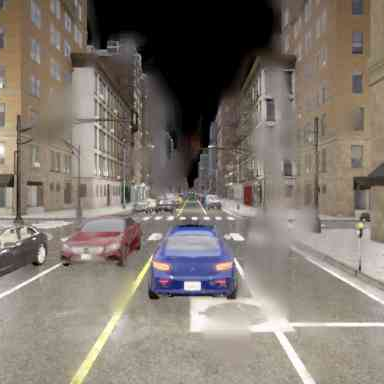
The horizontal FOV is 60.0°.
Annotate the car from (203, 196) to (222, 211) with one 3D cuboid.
[{"bbox_3d":[2.717,1.546,41.110,2.008,1.369,4.403,0,0,0],"label":"car"}]

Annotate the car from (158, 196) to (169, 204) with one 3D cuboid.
[{"bbox_3d":[-5.298,1.517,62.578,1.752,1.417,4.829,0,0,0],"label":"car"}]

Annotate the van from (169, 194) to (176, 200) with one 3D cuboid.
[{"bbox_3d":[-5.272,1.330,89.779,1.690,1.788,3.998,0,0,0],"label":"van"}]

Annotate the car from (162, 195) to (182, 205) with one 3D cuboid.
[{"bbox_3d":[-2.719,1.520,46.338,1.812,1.442,4.674,0,0,1],"label":"car"}]

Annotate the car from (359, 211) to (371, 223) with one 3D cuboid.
[{"bbox_3d":[15.113,1.636,24.042,5.357,1.411,2.033,0,0,0],"label":"car"}]

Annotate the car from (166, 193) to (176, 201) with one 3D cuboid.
[{"bbox_3d":[-5.277,1.305,84.373,2.192,1.841,5.009,0,0,0],"label":"car"}]

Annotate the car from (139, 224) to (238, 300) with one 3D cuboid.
[{"bbox_3d":[0.034,1.525,8.284,1.812,1.442,4.674,0,0,1],"label":"car"}]

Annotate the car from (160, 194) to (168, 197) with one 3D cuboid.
[{"bbox_3d":[-5.302,1.433,57.342,1.967,1.590,4.097,0,0,0],"label":"car"}]

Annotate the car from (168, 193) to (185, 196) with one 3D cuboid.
[{"bbox_3d":[-2.686,1.470,57.492,1.882,1.535,5.008,0,0,1],"label":"car"}]

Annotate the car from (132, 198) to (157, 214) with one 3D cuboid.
[{"bbox_3d":[-5.322,1.547,35.717,2.008,1.369,4.403,0,0,0],"label":"car"}]

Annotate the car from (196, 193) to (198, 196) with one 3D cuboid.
[{"bbox_3d":[2.831,1.533,95.172,1.887,1.381,4.507,0,0,0],"label":"car"}]

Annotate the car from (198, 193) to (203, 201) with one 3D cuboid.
[{"bbox_3d":[2.763,1.307,62.735,2.192,1.841,5.009,0,0,0],"label":"car"}]

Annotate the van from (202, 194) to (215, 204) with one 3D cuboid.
[{"bbox_3d":[2.728,1.335,46.516,1.690,1.788,3.998,0,0,0],"label":"van"}]

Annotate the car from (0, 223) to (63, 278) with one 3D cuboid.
[{"bbox_3d":[-5.370,1.550,8.842,2.008,1.369,4.403,0,0,0],"label":"car"}]

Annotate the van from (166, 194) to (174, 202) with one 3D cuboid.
[{"bbox_3d":[-5.282,1.332,78.966,1.690,1.788,3.998,0,0,0],"label":"van"}]

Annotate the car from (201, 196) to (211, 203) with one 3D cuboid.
[{"bbox_3d":[2.774,1.557,68.141,1.947,1.339,4.313,0,0,0],"label":"car"}]

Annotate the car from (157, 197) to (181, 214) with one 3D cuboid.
[{"bbox_3d":[-2.748,1.543,36.167,2.033,1.411,5.357,0,0,4],"label":"car"}]

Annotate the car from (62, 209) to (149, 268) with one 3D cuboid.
[{"bbox_3d":[-2.862,1.525,11.463,1.812,1.442,4.674,0,0,1],"label":"car"}]
